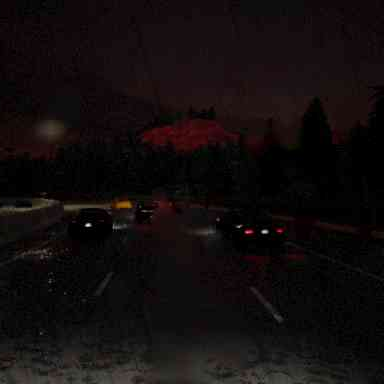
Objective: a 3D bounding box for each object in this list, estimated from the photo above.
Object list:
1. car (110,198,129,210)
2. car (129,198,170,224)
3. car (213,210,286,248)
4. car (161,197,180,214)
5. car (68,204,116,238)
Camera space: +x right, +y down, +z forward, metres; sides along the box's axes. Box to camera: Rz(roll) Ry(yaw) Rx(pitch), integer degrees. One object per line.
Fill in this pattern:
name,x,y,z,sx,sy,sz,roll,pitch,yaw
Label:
car,-8.975,1.460,41.393,1.882,1.535,5.008,0,0,-23
car,-3.251,1.476,24.579,2.128,1.511,4.902,0,0,-14
car,2.319,1.527,14.841,2.033,1.411,5.357,0,0,-9
car,-2.852,1.325,35.334,2.097,1.767,4.553,0,0,-19
car,-5.368,1.560,17.935,1.994,1.385,4.181,0,0,-11
